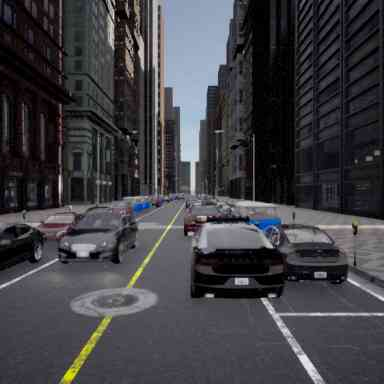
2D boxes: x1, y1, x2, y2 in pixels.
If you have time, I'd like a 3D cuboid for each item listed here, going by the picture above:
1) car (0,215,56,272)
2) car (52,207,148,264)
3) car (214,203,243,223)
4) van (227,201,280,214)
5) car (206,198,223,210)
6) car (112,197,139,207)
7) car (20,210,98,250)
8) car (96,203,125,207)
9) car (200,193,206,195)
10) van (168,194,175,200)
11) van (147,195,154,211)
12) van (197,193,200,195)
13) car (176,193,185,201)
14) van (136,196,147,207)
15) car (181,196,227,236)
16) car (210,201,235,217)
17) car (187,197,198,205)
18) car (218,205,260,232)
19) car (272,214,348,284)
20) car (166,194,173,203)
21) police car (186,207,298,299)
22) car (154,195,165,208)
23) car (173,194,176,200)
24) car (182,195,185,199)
[{"bbox_3d":[-5.752,1.567,9.341,1.947,1.339,4.313,0,0,0],"label":"car"},{"bbox_3d":[-3.085,1.493,11.853,2.128,1.511,4.902,0,0,0],"label":"car"},{"bbox_3d":[2.794,1.591,26.257,1.802,1.307,4.206,0,0,0],"label":"car"},{"bbox_3d":[2.780,1.344,14.984,1.690,1.788,3.998,0,0,0],"label":"van"},{"bbox_3d":[2.815,1.568,43.165,1.887,1.381,4.507,0,0,0],"label":"car"},{"bbox_3d":[-5.731,1.449,26.252,1.967,1.590,4.097,0,0,0],"label":"car"},{"bbox_3d":[-5.745,1.585,14.979,1.802,1.307,4.206,0,0,0],"label":"car"},{"bbox_3d":[-5.738,1.571,20.615,1.947,1.339,4.313,0,0,0],"label":"car"},{"bbox_3d":[2.828,1.351,54.438,2.192,1.841,5.009,0,0,0],"label":"car"},{"bbox_3d":[-5.649,1.440,93.891,1.690,1.788,3.998,0,0,0],"label":"van"},{"bbox_3d":[-5.718,1.359,37.525,1.690,1.788,3.998,0,0,0],"label":"van"},{"bbox_3d":[2.862,1.420,82.619,1.690,1.788,3.998,0,0,0],"label":"van"},{"bbox_3d":[-2.890,1.689,88.001,1.895,1.301,4.718,0,0,0],"label":"car"},{"bbox_3d":[-5.725,1.354,31.888,1.690,1.788,3.998,0,0,0],"label":"van"},{"bbox_3d":[0.700,1.348,18.541,2.097,1.767,4.553,-1,0,2],"label":"car"},{"bbox_3d":[2.801,1.564,31.893,2.008,1.369,4.403,0,0,0],"label":"car"},{"bbox_3d":[0.075,1.643,59.665,1.895,1.301,4.718,0,0,0],"label":"car"},{"bbox_3d":[2.787,1.556,20.621,2.008,1.369,4.403,0,0,0],"label":"car"},{"bbox_3d":[2.773,1.552,9.348,2.008,1.369,4.403,0,0,0],"label":"car"},{"bbox_3d":[-5.676,1.604,71.344,1.887,1.381,4.507,0,0,0],"label":"car"},{"bbox_3d":[0.911,1.426,8.646,1.930,1.638,5.238,0,0,0],"label":"police car"},{"bbox_3d":[-5.704,1.344,48.797,2.192,1.841,5.009,0,0,0],"label":"car"},{"bbox_3d":[-5.662,1.645,82.617,1.947,1.339,4.313,0,0,0],"label":"car"},{"bbox_3d":[0.072,1.518,45.971,2.128,1.511,4.902,0,0,0],"label":"car"}]
